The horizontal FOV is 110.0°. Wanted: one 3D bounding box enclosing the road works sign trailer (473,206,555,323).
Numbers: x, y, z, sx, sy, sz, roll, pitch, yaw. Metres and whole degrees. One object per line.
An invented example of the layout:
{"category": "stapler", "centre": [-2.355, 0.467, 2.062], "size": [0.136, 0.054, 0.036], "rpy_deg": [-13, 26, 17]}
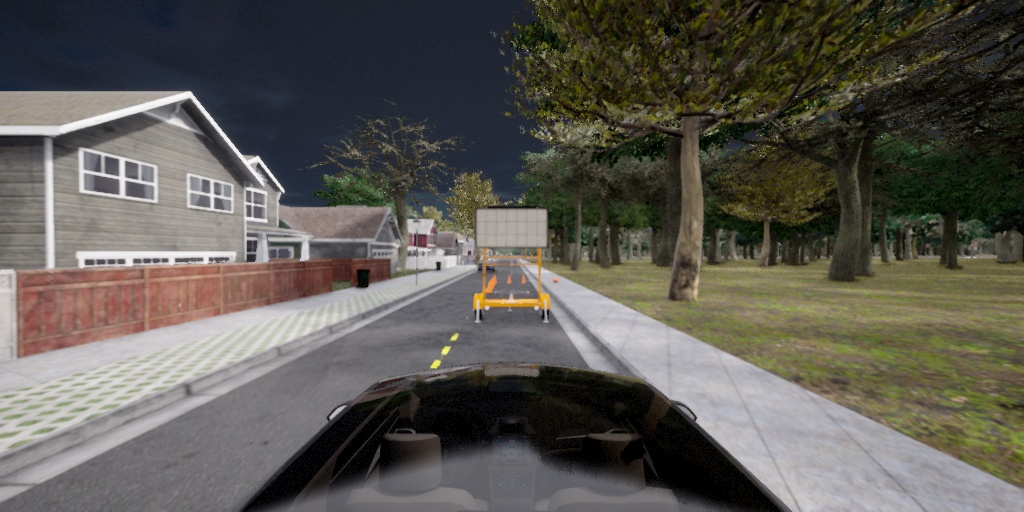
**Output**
{"category": "road works sign trailer", "centre": [-0.006, 0.153, 11.895], "size": [2.380, 3.560, 2.880], "rpy_deg": [0, 0, 0]}

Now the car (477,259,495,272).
{"category": "car", "centre": [-2.864, 1.074, 41.090], "size": [2.033, 1.411, 5.357], "rpy_deg": [0, 0, 0]}

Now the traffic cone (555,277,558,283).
{"category": "traffic cone", "centre": [2.793, 1.254, 23.136], "size": [0.340, 0.580, 0.340], "rpy_deg": [0, 0, 2]}
